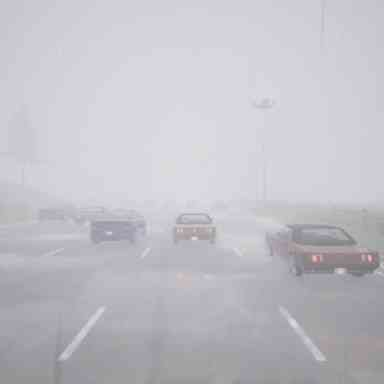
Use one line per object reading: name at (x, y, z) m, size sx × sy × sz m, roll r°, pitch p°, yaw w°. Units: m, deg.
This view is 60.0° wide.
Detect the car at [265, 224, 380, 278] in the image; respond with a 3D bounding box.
car at (3.601, 1.637, 10.270) m, size 1.895 × 1.301 × 4.718 m, roll 0°, pitch 0°, yaw 0°

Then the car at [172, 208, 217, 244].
car at (0.104, 1.659, 16.124) m, size 1.895 × 1.301 × 4.718 m, roll 0°, pitch 0°, yaw 0°

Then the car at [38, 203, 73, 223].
car at (-10.395, 1.577, 26.517) m, size 1.882 × 1.535 × 5.008 m, roll 0°, pitch 0°, yaw 0°

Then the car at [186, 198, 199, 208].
car at (0.061, 1.711, 51.639) m, size 1.812 × 1.442 × 4.674 m, roll 0°, pitch 0°, yaw 0°

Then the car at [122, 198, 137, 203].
car at (-10.459, 1.697, 55.737) m, size 2.128 × 1.511 × 4.902 m, roll 0°, pitch 0°, yaw 0°

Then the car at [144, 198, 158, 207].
car at (-6.962, 1.711, 56.260) m, size 1.837 × 1.490 × 4.892 m, roll 0°, pitch 0°, yaw 0°

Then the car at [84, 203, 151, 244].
car at (-3.398, 1.537, 16.127) m, size 1.882 × 1.535 × 5.008 m, roll 0°, pitch 0°, yaw 0°

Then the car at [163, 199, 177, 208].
car at (-3.430, 1.733, 51.155) m, size 2.033 × 1.411 × 5.357 m, roll 0°, pitch 0°, yaw 0°

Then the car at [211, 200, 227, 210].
car at (3.593, 1.764, 45.661) m, size 1.895 × 1.301 × 4.718 m, roll 0°, pitch 0°, yaw 0°

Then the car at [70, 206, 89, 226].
car at (-6.895, 1.691, 24.208) m, size 1.895 × 1.301 × 4.718 m, roll 0°, pitch 0°, yaw 0°
